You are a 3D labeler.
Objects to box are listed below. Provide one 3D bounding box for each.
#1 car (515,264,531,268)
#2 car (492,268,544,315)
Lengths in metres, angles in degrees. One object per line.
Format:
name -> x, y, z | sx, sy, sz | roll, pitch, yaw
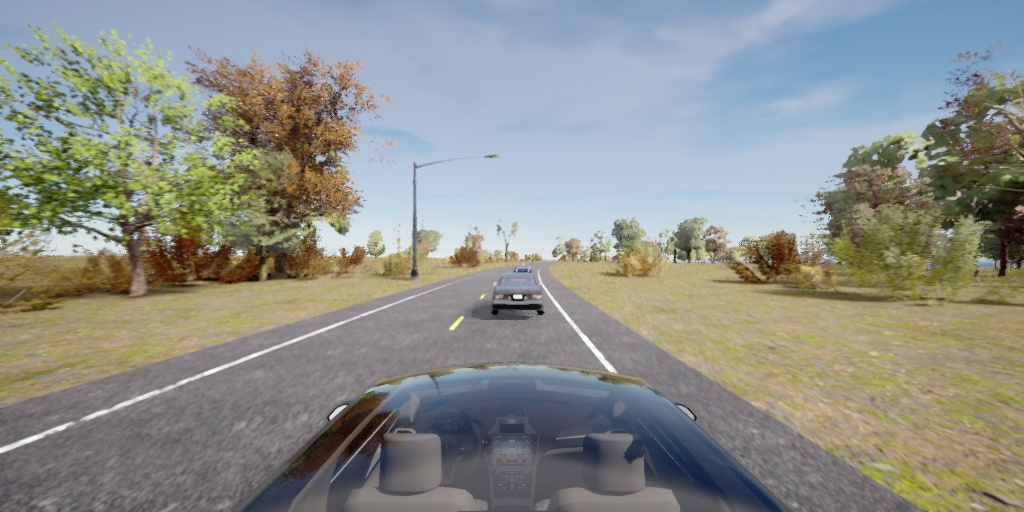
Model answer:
car -> 1.190, 1.530, 37.757 | 1.895, 1.301, 4.718 | 0, 0, 3
car -> 0.237, 1.359, 13.960 | 2.033, 1.411, 5.357 | 0, 0, 1
